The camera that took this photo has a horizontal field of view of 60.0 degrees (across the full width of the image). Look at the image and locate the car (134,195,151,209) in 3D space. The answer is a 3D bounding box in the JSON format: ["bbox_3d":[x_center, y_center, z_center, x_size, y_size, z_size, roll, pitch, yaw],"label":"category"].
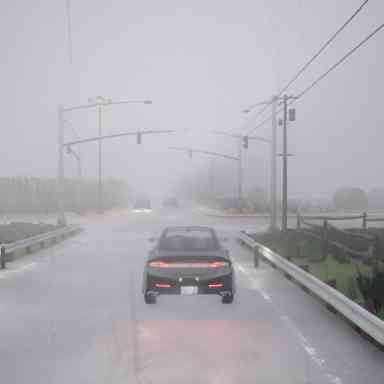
[{"bbox_3d":[-6.324,1.463,42.854,1.994,1.385,4.181,0,1,-7],"label":"car"}]

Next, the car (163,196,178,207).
[{"bbox_3d":[-3.055,1.351,46.985,1.812,1.442,4.674,0,1,-7],"label":"car"}]

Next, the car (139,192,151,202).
[{"bbox_3d":[-8.641,0.916,61.491,2.097,1.767,4.553,0,1,-7],"label":"car"}]

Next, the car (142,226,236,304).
[{"bbox_3d":[-0.090,1.611,8.377,2.128,1.511,4.902,0,-2,-1],"label":"car"}]

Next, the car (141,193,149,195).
[{"bbox_3d":[-7.389,1.270,51.452,1.812,1.442,4.674,0,1,-7],"label":"car"}]
